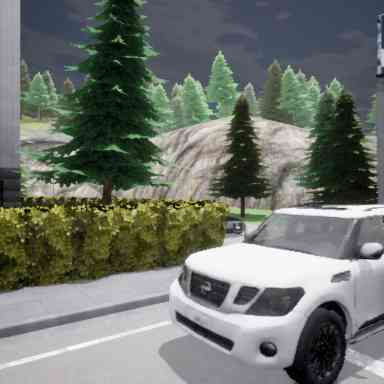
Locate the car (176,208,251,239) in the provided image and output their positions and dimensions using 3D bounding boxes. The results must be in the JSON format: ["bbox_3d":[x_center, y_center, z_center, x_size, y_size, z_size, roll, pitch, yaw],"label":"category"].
[{"bbox_3d":[1.149,1.741,19.419,1.994,1.385,4.181,0,0,-42],"label":"car"}]

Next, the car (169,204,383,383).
[{"bbox_3d":[2.337,1.240,5.661,5.566,2.045,2.150,2,-1,-36],"label":"car"}]
